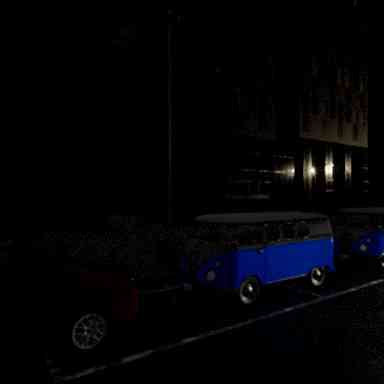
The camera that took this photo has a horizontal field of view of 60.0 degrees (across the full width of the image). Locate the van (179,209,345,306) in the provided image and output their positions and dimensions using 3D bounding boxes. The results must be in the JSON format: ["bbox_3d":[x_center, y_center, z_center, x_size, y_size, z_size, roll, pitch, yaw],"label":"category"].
[{"bbox_3d":[1.626,1.367,7.807,3.998,1.788,1.690,0,0,-36],"label":"van"}]

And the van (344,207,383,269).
[{"bbox_3d":[6.200,1.392,11.071,3.998,1.788,1.690,0,0,-36],"label":"van"}]

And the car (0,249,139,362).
[{"bbox_3d":[-2.948,1.545,4.544,4.507,1.381,1.887,0,0,-36],"label":"car"}]
